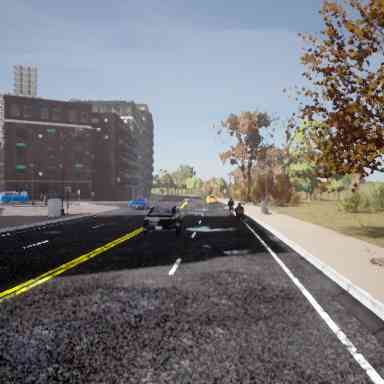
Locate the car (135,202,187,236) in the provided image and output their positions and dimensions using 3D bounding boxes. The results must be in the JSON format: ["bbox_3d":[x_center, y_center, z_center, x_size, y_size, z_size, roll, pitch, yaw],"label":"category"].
[{"bbox_3d":[-1.392,1.484,18.302,2.128,1.511,4.902,0,0,4],"label":"car"}]

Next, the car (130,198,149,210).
[{"bbox_3d":[-6.625,1.463,42.216,1.882,1.535,5.008,0,0,-1],"label":"car"}]

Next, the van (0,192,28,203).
[{"bbox_3d":[-27.497,0.874,51.660,3.998,1.788,1.690,1,-1,-27],"label":"van"}]

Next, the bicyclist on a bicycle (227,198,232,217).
[{"bbox_3d":[3.360,1.354,28.751,0.659,1.776,1.843,0,0,3],"label":"bicyclist on a bicycle"}]

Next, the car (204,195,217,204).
[{"bbox_3d":[3.717,1.429,62.612,1.882,1.535,5.008,0,0,1],"label":"car"}]

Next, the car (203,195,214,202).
[{"bbox_3d":[3.665,1.462,74.149,2.128,1.511,4.902,0,0,-1],"label":"car"}]

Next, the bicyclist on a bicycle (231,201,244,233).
[{"bbox_3d":[2.707,1.443,18.861,0.582,1.620,1.656,0,0,4],"label":"bicyclist on a bicycle"}]
